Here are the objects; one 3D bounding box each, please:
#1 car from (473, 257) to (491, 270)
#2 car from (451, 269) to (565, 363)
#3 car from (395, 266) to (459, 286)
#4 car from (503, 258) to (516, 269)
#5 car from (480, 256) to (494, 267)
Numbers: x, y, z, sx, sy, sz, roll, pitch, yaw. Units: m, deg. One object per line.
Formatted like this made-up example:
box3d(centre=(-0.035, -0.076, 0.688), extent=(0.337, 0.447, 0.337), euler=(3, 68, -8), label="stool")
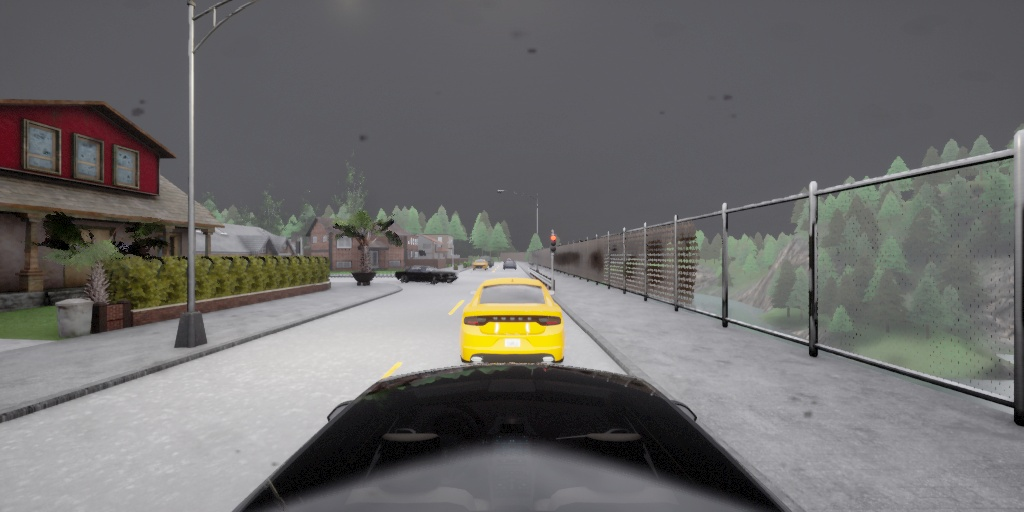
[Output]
box3d(centre=(-4.517, 1.228, 51.430), extent=(1.882, 1.535, 5.008), euler=(0, 0, 0), label="car")
box3d(centre=(0.006, 1.228, 8.171), extent=(1.882, 1.535, 5.008), euler=(0, 0, 0), label="car")
box3d(centre=(-6.055, 1.351, 25.549), extent=(4.718, 1.301, 1.895), euler=(0, 0, 34), label="car")
box3d(centre=(-0.363, 1.314, 56.282), extent=(1.994, 1.385, 4.181), euler=(0, 0, -1), label="car")
box3d(centre=(-4.582, 0.971, 61.373), extent=(2.150, 2.045, 5.566), euler=(0, 0, 0), label="car")
